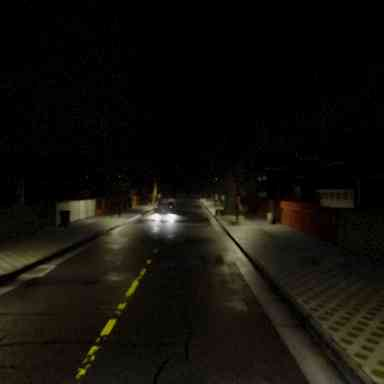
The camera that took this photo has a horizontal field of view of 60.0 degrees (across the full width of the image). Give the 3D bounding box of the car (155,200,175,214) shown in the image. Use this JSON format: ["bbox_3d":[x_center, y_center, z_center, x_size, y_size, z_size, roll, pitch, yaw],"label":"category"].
[{"bbox_3d":[-2.793,1.522,35.097,1.895,1.301,4.718,0,0,0],"label":"car"}]
